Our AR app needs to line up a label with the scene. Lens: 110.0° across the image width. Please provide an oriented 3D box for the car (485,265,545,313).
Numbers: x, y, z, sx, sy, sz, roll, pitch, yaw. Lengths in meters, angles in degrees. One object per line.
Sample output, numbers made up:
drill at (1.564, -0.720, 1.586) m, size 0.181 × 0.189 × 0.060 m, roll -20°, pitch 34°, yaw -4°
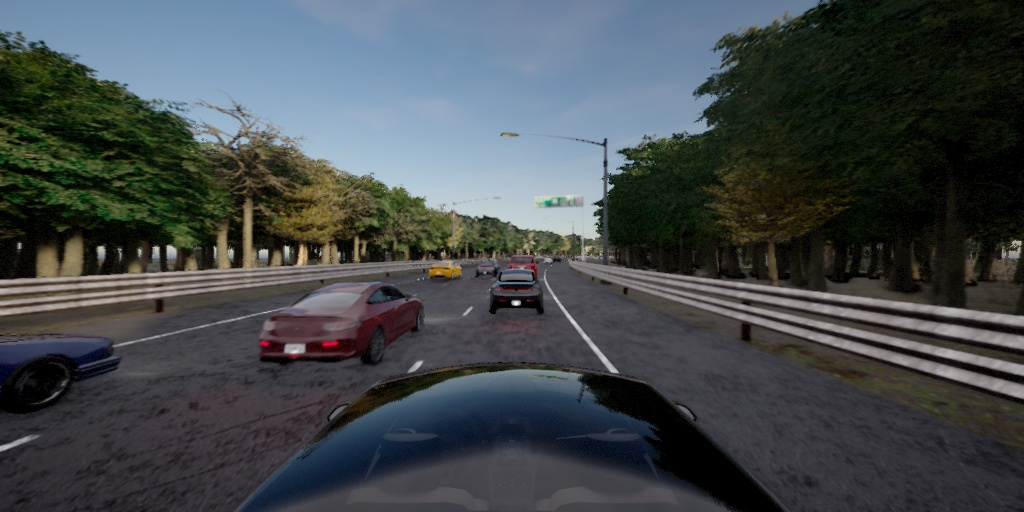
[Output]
car at (0.211, 1.251, 13.896) m, size 1.837 × 1.490 × 4.892 m, roll 0°, pitch 0°, yaw 2°

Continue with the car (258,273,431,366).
car at (-3.327, 1.267, 7.863) m, size 1.812 × 1.442 × 4.674 m, roll 0°, pitch 0°, yaw 1°

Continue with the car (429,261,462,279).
car at (-5.774, 1.196, 31.592) m, size 1.882 × 1.535 × 5.008 m, roll 0°, pitch 0°, yaw 4°

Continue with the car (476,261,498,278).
car at (-2.125, 1.217, 33.274) m, size 2.128 × 1.511 × 4.902 m, roll 0°, pitch 0°, yaw 5°

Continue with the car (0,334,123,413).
car at (-6.928, 1.282, 2.966) m, size 2.033 × 1.411 × 5.357 m, roll 0°, pitch 0°, yaw 1°

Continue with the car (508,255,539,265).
car at (0.853, 0.958, 27.347) m, size 2.150 × 2.045 × 5.566 m, roll 0°, pitch 0°, yaw 4°
